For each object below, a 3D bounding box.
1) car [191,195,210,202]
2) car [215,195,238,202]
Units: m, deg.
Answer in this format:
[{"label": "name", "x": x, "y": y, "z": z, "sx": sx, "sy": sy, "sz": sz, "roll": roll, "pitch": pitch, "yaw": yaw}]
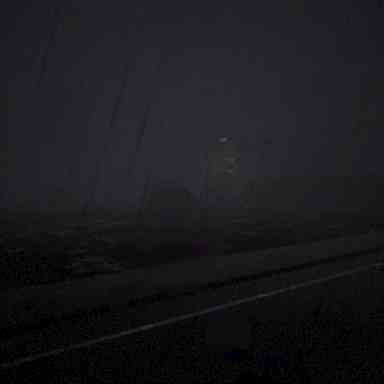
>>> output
[{"label": "car", "x": 0.905, "y": 1.215, "z": 54.143, "sx": 1.837, "sy": 1.490, "sz": 4.892, "roll": -1, "pitch": 0, "yaw": -33}, {"label": "car", "x": 5.468, "y": 1.199, "z": 53.599, "sx": 1.812, "sy": 1.442, "sz": 4.674, "roll": -1, "pitch": 0, "yaw": -33}]
